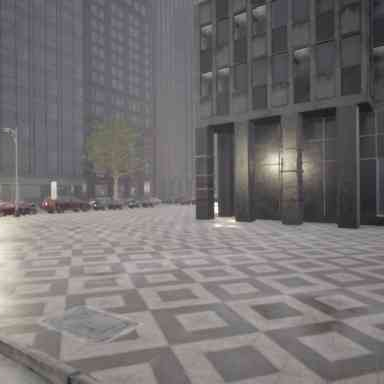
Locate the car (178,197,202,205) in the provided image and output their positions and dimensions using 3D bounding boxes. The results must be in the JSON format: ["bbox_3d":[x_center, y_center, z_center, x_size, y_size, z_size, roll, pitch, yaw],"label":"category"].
[{"bbox_3d":[-0.298,1.503,57.339,1.994,1.385,4.181,-1,0,34],"label":"car"}]

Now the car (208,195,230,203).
[{"bbox_3d":[5.374,1.414,65.559,2.128,1.511,4.902,-1,0,35],"label":"car"}]

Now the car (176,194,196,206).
[{"bbox_3d":[-0.104,1.460,53.108,1.887,1.381,4.507,-1,0,35],"label":"car"}]

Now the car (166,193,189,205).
[{"bbox_3d":[-2.491,1.191,59.632,2.150,2.045,5.566,-1,0,35],"label":"car"}]

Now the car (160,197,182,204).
[{"bbox_3d":[-3.906,1.571,62.599,1.947,1.339,4.313,-1,0,35],"label":"car"}]

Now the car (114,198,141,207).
[{"bbox_3d":[-10.319,1.609,53.320,1.802,1.307,4.206,-1,0,35],"label":"car"}]

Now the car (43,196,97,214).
[{"bbox_3d":[-12.929,1.288,34.555,2.192,1.841,5.009,-1,0,35],"label":"car"}]

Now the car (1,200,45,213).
[{"bbox_3d":[-19.938,1.639,39.403,1.947,1.339,4.313,-1,0,35],"label":"car"}]

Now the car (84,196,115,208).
[{"bbox_3d":[-13.527,1.481,48.681,1.967,1.590,4.097,-1,0,35],"label":"car"}]

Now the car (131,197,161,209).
[{"bbox_3d":[-6.516,1.506,43.830,1.947,1.339,4.313,-1,0,35],"label":"car"}]

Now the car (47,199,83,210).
[{"bbox_3d":[-16.731,1.639,44.042,1.802,1.307,4.206,-1,0,35],"label":"car"}]

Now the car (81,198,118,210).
[{"bbox_3d":[-12.512,1.540,45.291,1.812,1.442,4.674,-1,0,34],"label":"car"}]

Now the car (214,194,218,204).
[{"bbox_3d":[3.100,1.220,57.748,2.192,1.841,5.009,-1,0,35],"label":"car"}]

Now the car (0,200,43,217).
[{"bbox_3d":[-16.133,1.574,29.914,1.802,1.307,4.206,-1,0,35],"label":"car"}]

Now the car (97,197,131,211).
[{"bbox_3d":[-9.721,1.522,39.192,1.947,1.339,4.313,-1,0,35],"label":"car"}]

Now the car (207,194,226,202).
[{"bbox_3d":[5.711,1.293,76.518,2.192,1.841,5.009,-1,0,35],"label":"car"}]

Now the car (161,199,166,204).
[{"bbox_3d":[-7.210,1.541,57.819,1.752,1.417,4.829,-1,0,35],"label":"car"}]
